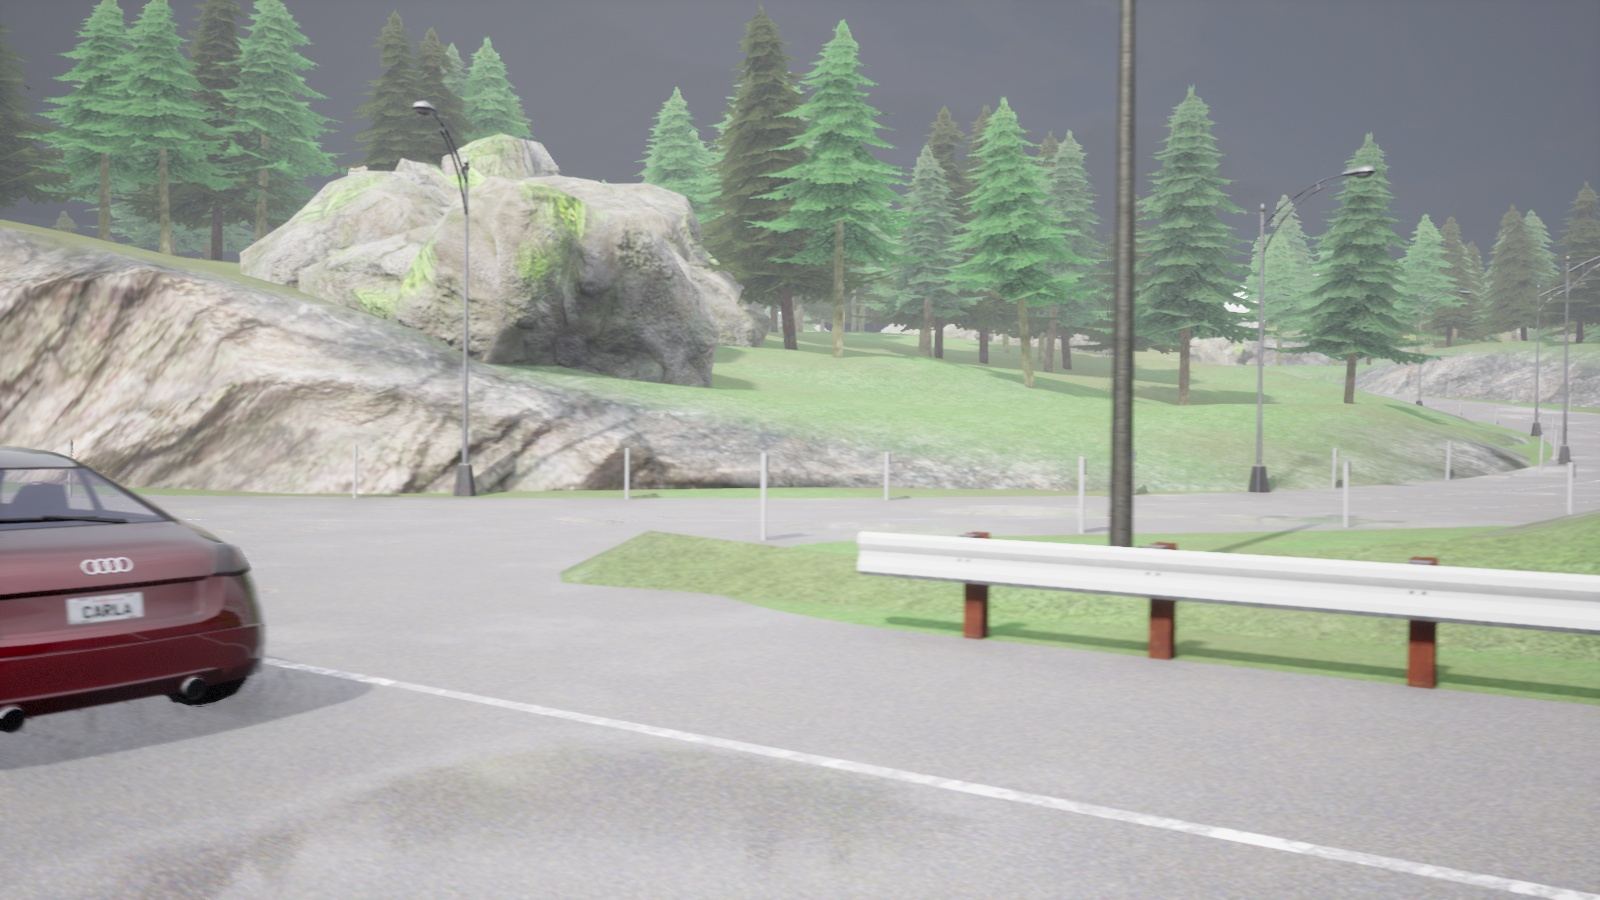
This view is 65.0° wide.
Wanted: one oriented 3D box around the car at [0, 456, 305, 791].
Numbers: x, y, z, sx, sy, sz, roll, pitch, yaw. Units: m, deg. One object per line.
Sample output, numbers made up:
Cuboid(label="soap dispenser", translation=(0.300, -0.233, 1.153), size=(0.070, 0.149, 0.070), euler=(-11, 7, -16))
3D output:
Cuboid(label="car", translation=(-4.883, 0.746, 6.869), size=(4.181, 1.385, 1.994), euler=(0, 1, 34))
